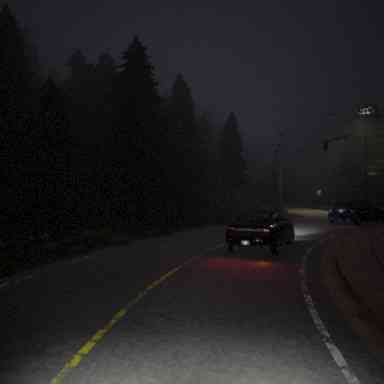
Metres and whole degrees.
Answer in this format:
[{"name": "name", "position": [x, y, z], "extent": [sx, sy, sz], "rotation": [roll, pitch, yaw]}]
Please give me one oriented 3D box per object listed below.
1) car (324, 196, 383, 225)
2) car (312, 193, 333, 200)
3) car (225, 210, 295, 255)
[{"name": "car", "position": [11.926, 1.363, 23.979], "extent": [4.553, 1.767, 2.097], "rotation": [0, 0, -35]}, {"name": "car", "position": [27.609, 1.220, 69.790], "extent": [5.566, 2.045, 2.150], "rotation": [0, 0, -36]}, {"name": "car", "position": [2.866, 1.492, 13.384], "extent": [2.128, 1.511, 4.902], "rotation": [0, 0, 26]}]
